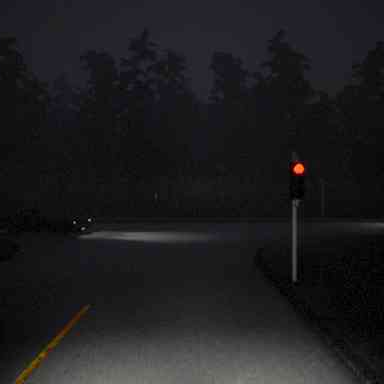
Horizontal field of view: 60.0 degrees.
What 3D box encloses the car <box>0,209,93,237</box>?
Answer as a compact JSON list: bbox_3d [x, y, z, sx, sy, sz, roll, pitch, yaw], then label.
[{"bbox_3d":[-7.795,1.601,17.754,4.718,1.301,1.895,0,0,12],"label":"car"}]
